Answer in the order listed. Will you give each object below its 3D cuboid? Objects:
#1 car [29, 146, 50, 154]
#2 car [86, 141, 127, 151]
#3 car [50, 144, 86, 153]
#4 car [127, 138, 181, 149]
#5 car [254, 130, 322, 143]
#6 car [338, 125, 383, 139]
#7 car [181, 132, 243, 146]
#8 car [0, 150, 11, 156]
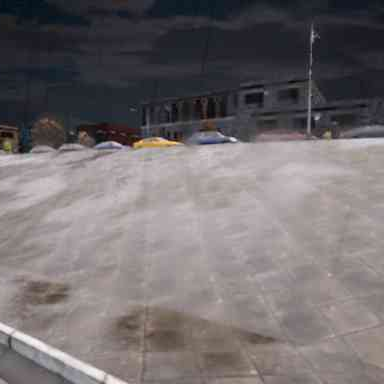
[{"bbox_3d":[-16.843,-4.490,38.273,4.892,1.521,2.231,2,1,34],"label":"car"},{"bbox_3d":[-7.631,-4.138,32.148,4.674,1.452,2.002,2,1,33],"label":"car"},{"bbox_3d":[-12.277,-4.343,35.175,4.892,1.521,2.231,2,1,34],"label":"car"},{"bbox_3d":[-2.920,-4.008,29.221,5.008,1.535,2.097,2,1,32],"label":"car"},{"bbox_3d":[6.825,-3.633,23.609,4.792,1.488,2.163,2,1,29],"label":"car"},{"bbox_3d":[11.688,-3.454,21.003,4.674,1.452,2.002,2,1,28],"label":"car"},{"bbox_3d":[1.835,-3.964,26.406,4.553,1.767,2.185,2,1,31],"label":"car"},{"bbox_3d":[-25.883,-4.882,44.427,4.553,1.767,2.185,2,1,34],"label":"car"}]
